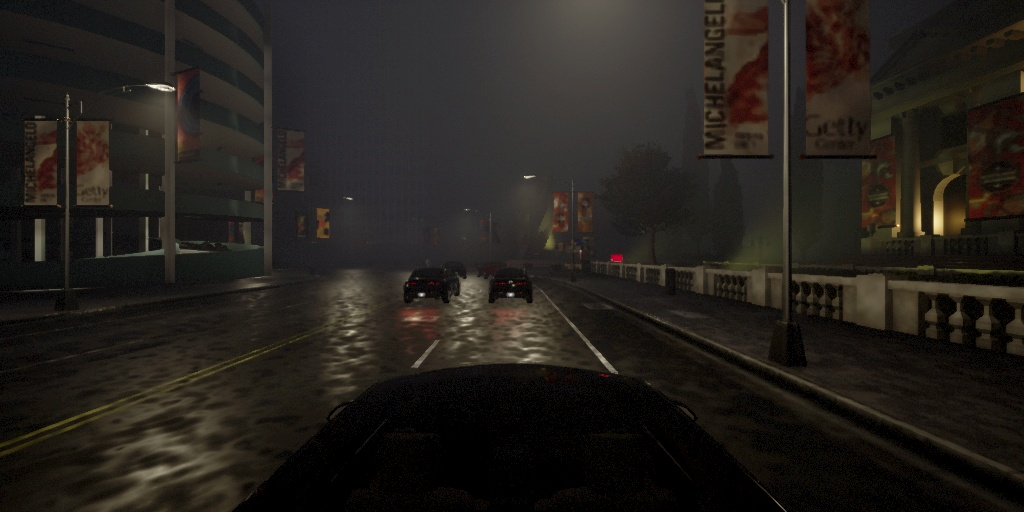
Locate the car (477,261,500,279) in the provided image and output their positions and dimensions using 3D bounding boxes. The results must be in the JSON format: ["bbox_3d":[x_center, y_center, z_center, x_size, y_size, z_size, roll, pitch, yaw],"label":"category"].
[{"bbox_3d":[-1.917,1.235,32.845,1.882,1.535,5.008,0,0,-17],"label":"car"}]

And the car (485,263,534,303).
[{"bbox_3d":[-0.053,1.266,16.504,1.837,1.490,4.892,0,0,0],"label":"car"}]

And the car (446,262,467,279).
[{"bbox_3d":[-5.270,1.235,31.841,1.882,1.535,5.008,0,0,-17],"label":"car"}]

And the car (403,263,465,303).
[{"bbox_3d":[-3.553,1.266,16.501,1.837,1.490,4.892,0,0,0],"label":"car"}]
